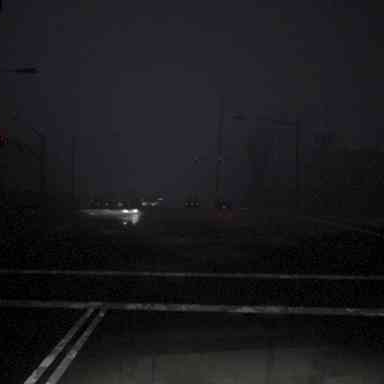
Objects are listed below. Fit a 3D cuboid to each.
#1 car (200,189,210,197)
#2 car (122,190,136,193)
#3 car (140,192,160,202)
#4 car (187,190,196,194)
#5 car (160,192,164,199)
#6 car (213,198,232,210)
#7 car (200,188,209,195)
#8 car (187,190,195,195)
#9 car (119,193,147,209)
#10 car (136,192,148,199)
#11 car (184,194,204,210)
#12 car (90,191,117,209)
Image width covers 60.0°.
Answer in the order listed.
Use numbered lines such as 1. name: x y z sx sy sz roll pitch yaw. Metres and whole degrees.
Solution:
1. car: 3.300 0.490 78.164 1.812 1.442 4.674 0 1 0
2. car: -10.702 0.704 55.847 2.150 2.045 5.566 0 1 1
3. car: -7.206 0.937 57.146 1.882 1.535 5.008 0 1 0
4. car: -0.200 0.322 78.121 2.097 1.767 4.553 0 1 0
5. car: -7.185 0.663 72.252 2.033 1.411 5.357 0 1 0
6. car: 3.501 1.349 38.827 1.895 1.301 4.718 0 1 0
7. car: 3.274 -0.093 88.129 2.097 1.767 4.553 0 1 0
8. car: -0.226 0.091 88.155 2.033 1.411 5.357 0 1 0
9. car: -7.197 1.217 40.591 2.128 1.511 4.902 0 1 0
10. car: -10.683 0.740 71.412 1.895 1.301 4.718 0 1 0
11. car: 0.003 1.299 38.349 2.033 1.411 5.357 0 1 0
12. car: -10.696 0.943 40.832 2.150 2.045 5.566 0 1 0
